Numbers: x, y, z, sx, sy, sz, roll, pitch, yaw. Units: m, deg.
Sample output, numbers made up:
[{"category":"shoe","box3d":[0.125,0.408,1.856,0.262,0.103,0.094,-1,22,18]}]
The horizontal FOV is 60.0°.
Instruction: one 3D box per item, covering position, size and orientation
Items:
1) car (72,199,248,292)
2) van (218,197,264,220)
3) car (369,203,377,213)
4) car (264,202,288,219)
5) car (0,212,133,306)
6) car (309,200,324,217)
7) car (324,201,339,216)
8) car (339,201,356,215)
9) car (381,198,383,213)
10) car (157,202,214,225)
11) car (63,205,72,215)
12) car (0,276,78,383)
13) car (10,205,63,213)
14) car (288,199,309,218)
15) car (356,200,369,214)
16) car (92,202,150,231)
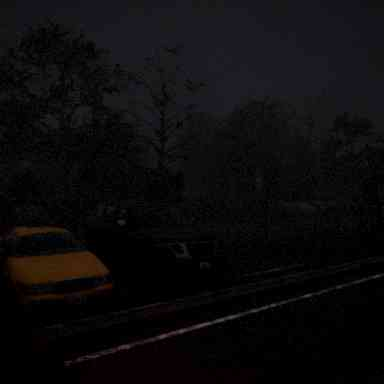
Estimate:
[{"category":"car","box3d":[-1.325,1.275,9.624,2.435,2.045,5.566,1,0,-36]},{"category":"van","box3d":[3.832,1.431,29.558,1.878,1.987,4.442,1,0,-36]},{"category":"car","box3d":[19.691,1.853,40.777,2.163,1.488,4.792,1,0,-36]},{"category":"car","box3d":[6.158,1.720,31.072,2.002,1.452,4.674,1,0,-36]},{"category":"car","box3d":[-3.517,1.501,7.866,1.946,1.575,5.366,1,0,-36]},{"category":"car","box3d":[10.676,1.767,34.300,2.002,1.452,4.674,1,0,-36]},{"category":"car","box3d":[12.916,1.625,35.941,2.185,1.767,4.553,1,0,-36]},{"category":"car","box3d":[15.189,1.775,37.533,2.097,1.535,5.008,1,0,-36]},{"category":"car","box3d":[22.074,1.846,42.215,1.946,1.575,5.366,1,0,-36]},{"category":"car","box3d":[-0.601,1.640,26.213,2.163,1.488,4.792,1,0,-36]},{"category":"car","box3d":[-7.411,1.572,21.421,2.163,1.488,4.792,1,0,-36]},{"category":"car","box3d":[-3.006,1.585,1.543,4.718,1.301,1.895,1,0,-35]},{"category":"car","box3d":[-9.656,1.520,19.790,2.231,1.521,4.892,1,0,-36]},{"category":"car","box3d":[8.420,1.703,32.685,2.097,1.535,5.008,1,0,-36]},{"category":"car","box3d":[17.454,1.800,39.136,2.231,1.521,4.892,1,0,-36]},{"category":"car","box3d":[-5.028,1.562,22.859,1.946,1.575,5.366,1,0,-36]}]
